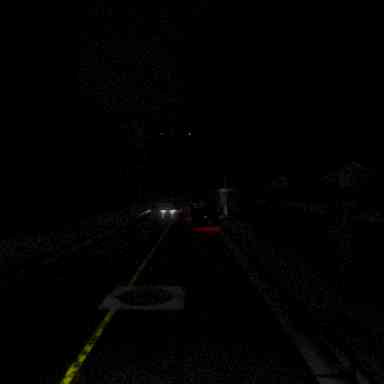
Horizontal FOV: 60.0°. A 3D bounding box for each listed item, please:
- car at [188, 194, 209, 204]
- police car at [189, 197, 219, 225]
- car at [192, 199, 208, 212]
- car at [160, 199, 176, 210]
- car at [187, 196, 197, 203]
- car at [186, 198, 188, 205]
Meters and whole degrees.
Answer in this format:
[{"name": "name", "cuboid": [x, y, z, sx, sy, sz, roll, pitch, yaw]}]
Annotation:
[{"name": "car", "cuboid": [0.900, 1.262, 34.519, 2.150, 2.045, 5.566, 0, 0, 0]}, {"name": "police car", "cuboid": [0.900, 1.446, 24.599, 1.930, 1.638, 5.238, 0, 0, 0]}, {"name": "car", "cuboid": [0.900, 1.573, 40.489, 1.812, 1.442, 4.674, 0, 0, 0]}, {"name": "car", "cuboid": [-3.088, 1.601, 44.051, 2.033, 1.411, 5.357, 0, 0, 0]}, {"name": "car", "cuboid": [-0.001, 1.608, 74.495, 1.994, 1.385, 4.181, 0, 0, 0]}, {"name": "car", "cuboid": [0.000, 1.440, 59.465, 2.097, 1.767, 4.553, 0, 0, 0]}]
